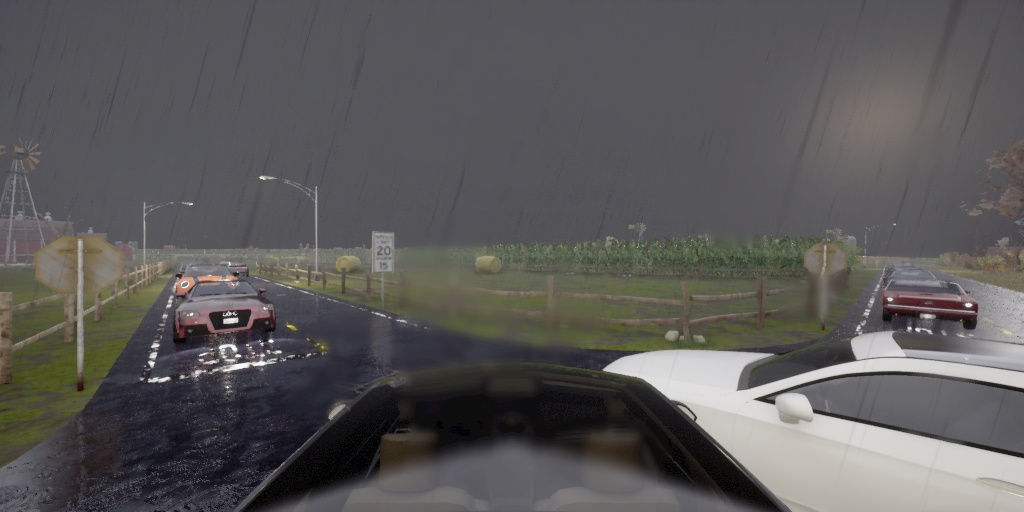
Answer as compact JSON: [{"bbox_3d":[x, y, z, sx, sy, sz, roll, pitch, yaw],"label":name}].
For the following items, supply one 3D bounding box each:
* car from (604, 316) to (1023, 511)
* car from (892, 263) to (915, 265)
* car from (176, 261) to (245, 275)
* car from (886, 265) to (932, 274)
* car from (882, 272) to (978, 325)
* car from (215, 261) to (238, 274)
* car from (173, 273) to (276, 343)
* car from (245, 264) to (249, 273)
[{"bbox_3d":[2.815,1.293,2.513,1.812,1.442,4.674,0,1,-45],"label":"car"},{"bbox_3d":[27.084,1.405,24.662,4.181,1.385,1.994,0,1,-43],"label":"car"},{"bbox_3d":[-13.894,1.150,16.401,2.097,1.767,4.553,0,0,-42],"label":"car"},{"bbox_3d":[20.399,1.365,18.333,5.357,1.411,2.033,0,1,-43],"label":"car"},{"bbox_3d":[13.394,1.399,11.692,4.718,1.301,1.895,0,1,-44],"label":"car"},{"bbox_3d":[-34.172,1.331,42.867,1.837,1.490,4.892,0,0,-42],"label":"car"},{"bbox_3d":[-8.047,1.360,9.981,1.994,1.385,4.181,0,0,-43],"label":"car"},{"bbox_3d":[-27.369,1.305,35.483,2.128,1.511,4.902,0,0,-42],"label":"car"}]
